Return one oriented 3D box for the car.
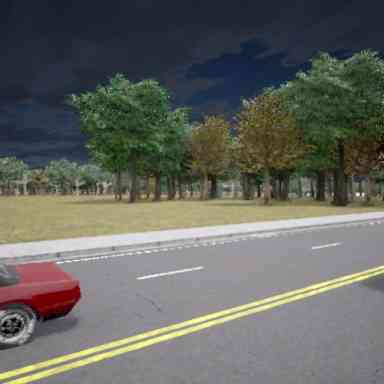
[{"bbox_3d":[-4.185,1.615,4.692,4.718,1.301,1.895,-1,0,-35],"label":"car"}]
